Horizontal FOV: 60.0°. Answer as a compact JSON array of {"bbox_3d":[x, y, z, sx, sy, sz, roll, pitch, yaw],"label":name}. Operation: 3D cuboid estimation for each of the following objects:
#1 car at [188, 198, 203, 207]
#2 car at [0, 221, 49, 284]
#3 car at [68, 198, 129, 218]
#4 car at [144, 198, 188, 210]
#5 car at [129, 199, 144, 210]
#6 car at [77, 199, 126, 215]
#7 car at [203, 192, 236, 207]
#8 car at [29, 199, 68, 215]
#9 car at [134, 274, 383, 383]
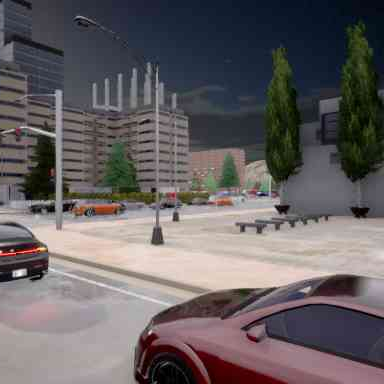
[{"bbox_3d":[0.980,1.564,52.867,1.994,1.385,4.181,0,0,40],"label":"car"},{"bbox_3d":[-5.587,1.505,8.764,4.892,1.490,1.837,0,0,40],"label":"car"},{"bbox_3d":[-8.508,1.352,30.620,2.097,1.767,4.553,0,0,41],"label":"car"},{"bbox_3d":[-3.307,1.490,42.425,2.128,1.511,4.902,0,0,40],"label":"car"},{"bbox_3d":[-8.288,1.601,41.965,1.895,1.301,4.718,0,0,40],"label":"car"},{"bbox_3d":[-9.475,1.505,35.155,1.837,1.490,4.892,0,0,40],"label":"car"},{"bbox_3d":[4.347,1.352,51.419,2.097,1.767,4.553,0,0,40],"label":"car"},{"bbox_3d":[-14.332,1.478,34.840,1.882,1.535,5.008,0,0,40],"label":"car"},{"bbox_3d":[1.390,1.564,3.252,4.181,1.385,1.994,0,0,37],"label":"car"}]
